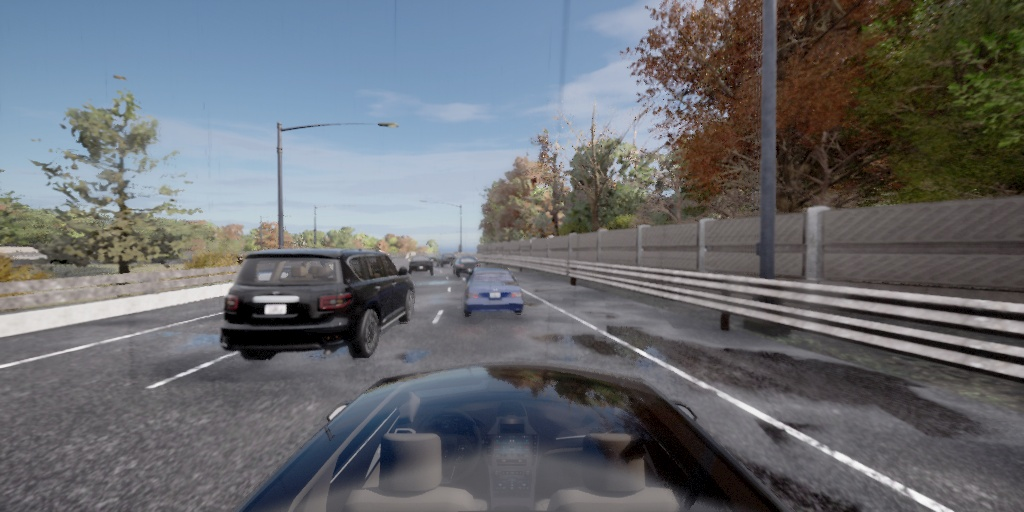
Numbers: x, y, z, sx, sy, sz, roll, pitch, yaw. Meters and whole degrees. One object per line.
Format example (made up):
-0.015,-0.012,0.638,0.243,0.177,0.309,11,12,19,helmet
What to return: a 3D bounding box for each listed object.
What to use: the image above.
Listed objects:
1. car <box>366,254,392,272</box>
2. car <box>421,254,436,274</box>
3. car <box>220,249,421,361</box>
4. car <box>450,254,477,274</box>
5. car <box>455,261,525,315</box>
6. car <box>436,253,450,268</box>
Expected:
-12.616,0.626,34.310,2.128,1.511,4.902,0,1,-18,car
-7.641,0.687,29.949,1.882,1.535,5.008,0,1,-15,car
-3.775,0.852,8.154,2.150,2.045,5.566,0,1,-4,car
-3.482,0.774,27.486,1.812,1.442,4.674,0,1,-14,car
-0.742,1.086,12.444,2.033,1.411,5.357,0,1,-6,car
-7.331,0.504,40.281,1.837,1.490,4.892,-1,0,-20,car
